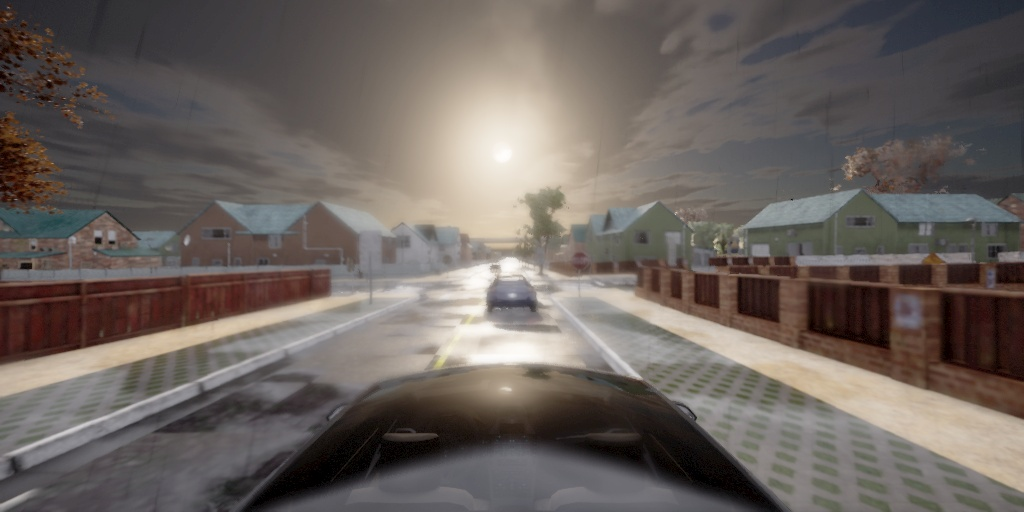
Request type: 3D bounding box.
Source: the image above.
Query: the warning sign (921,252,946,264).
[{"bbox_3d":[25.180,0.689,21.401,1.060,1.860,1.300,0,0,0],"label":"warning sign"}]

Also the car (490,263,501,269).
[{"bbox_3d":[-2.813,1.880,61.428,1.895,1.301,4.718,0,-1,1],"label":"car"}]

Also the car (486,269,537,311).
[{"bbox_3d":[-0.099,1.434,15.141,1.994,1.385,4.181,0,-1,-3],"label":"car"}]
